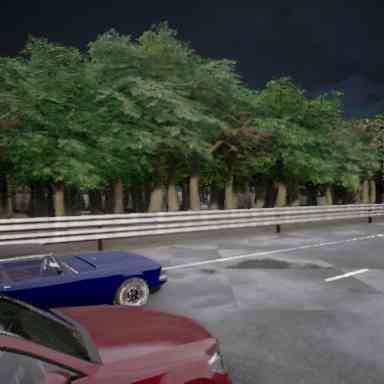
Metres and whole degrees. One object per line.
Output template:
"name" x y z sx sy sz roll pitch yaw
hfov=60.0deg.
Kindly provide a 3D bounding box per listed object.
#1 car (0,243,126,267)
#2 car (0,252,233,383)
"car" -2.849 1.603 6.019 4.718 1.301 1.895 0 0 -35
"car" -1.809 1.526 2.457 4.674 1.442 1.812 0 0 -35
